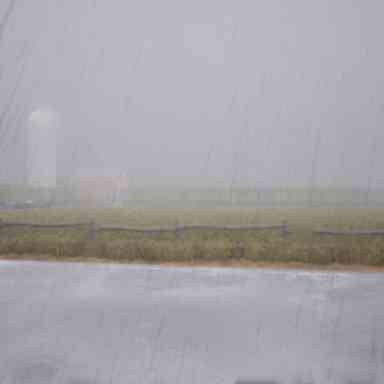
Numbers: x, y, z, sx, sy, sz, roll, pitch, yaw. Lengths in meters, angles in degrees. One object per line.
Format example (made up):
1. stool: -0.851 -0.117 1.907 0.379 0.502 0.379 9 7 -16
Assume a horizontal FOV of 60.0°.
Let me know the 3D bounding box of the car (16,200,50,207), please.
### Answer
1. car: -21.782 1.888 46.511 1.837 1.490 4.892 0 0 9

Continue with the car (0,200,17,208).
1. car: -24.876 1.880 46.807 2.128 1.511 4.902 0 0 9
